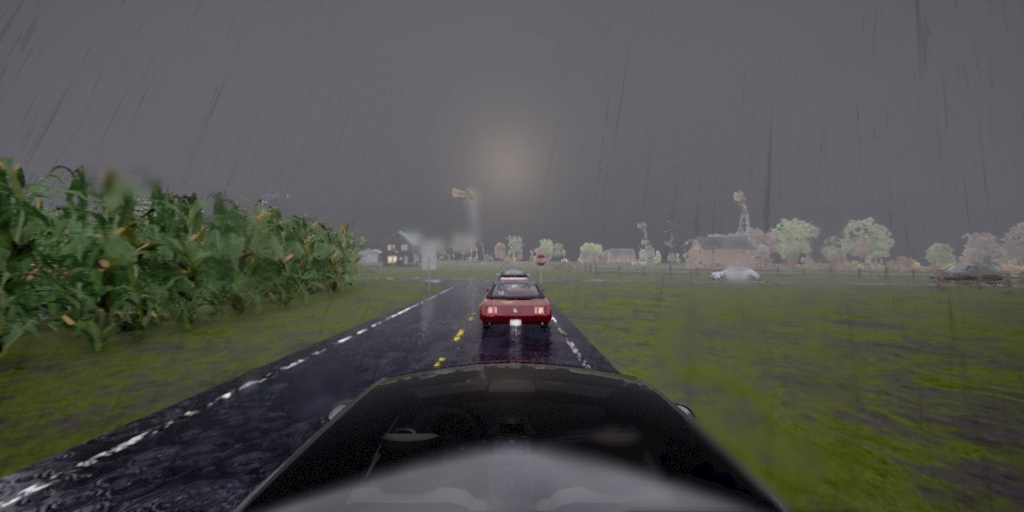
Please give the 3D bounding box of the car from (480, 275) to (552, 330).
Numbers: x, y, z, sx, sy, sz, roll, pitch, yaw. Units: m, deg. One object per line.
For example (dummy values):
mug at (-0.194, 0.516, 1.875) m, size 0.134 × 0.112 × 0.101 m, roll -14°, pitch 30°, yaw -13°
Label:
car at (0.099, 1.437, 11.392) m, size 1.895 × 1.301 × 4.718 m, roll 0°, pitch -1°, yaw 0°

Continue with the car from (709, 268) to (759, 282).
car at (22.923, 1.915, 37.030) m, size 4.674 × 1.442 × 1.812 m, roll 1°, pitch -1°, yaw 0°

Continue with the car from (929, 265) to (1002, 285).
car at (46.826, 1.908, 37.071) m, size 5.566 × 2.045 × 2.150 m, roll 1°, pitch -1°, yaw 0°

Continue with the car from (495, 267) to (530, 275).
car at (0.068, 1.415, 21.142) m, size 2.128 × 1.511 × 4.902 m, roll 0°, pitch -1°, yaw -1°

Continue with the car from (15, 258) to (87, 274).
car at (-47.077, 1.021, 36.663) m, size 4.892 × 1.490 × 1.837 m, roll 1°, pitch -1°, yaw 0°
